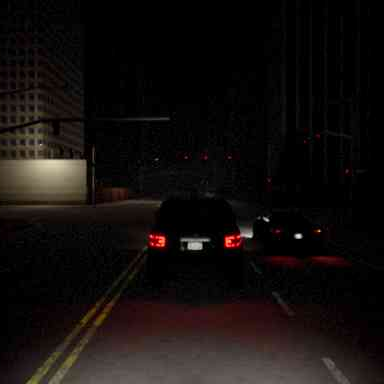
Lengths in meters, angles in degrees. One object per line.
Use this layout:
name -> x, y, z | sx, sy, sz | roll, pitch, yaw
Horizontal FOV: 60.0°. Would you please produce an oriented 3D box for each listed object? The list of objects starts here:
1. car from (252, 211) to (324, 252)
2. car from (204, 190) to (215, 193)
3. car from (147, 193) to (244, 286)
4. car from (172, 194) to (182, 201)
car -> 3.660, 1.468, 13.365 | 1.994, 1.385, 4.181 | 0, 0, 1
car -> 4.008, 0.560, 73.982 | 2.150, 2.045, 5.566 | 0, 0, 0
car -> 0.105, 1.155, 9.326 | 2.150, 2.045, 5.566 | 0, 0, 1
car -> -3.039, 1.121, 67.921 | 1.895, 1.301, 4.718 | 0, 0, 1
